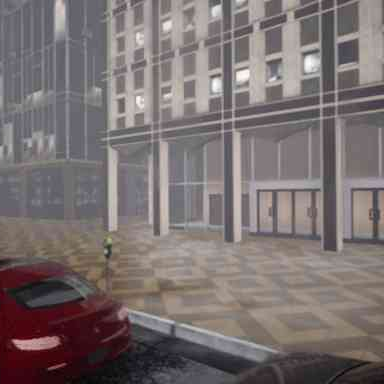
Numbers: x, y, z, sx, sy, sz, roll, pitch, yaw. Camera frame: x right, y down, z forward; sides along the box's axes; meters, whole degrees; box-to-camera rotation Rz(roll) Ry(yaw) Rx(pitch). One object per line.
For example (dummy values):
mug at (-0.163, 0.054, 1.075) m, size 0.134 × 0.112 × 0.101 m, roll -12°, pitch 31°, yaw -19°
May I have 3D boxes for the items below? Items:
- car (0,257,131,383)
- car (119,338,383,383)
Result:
car at (-2.694, 1.627, 4.796) m, size 4.206 × 1.307 × 1.802 m, roll -1°, pitch 0°, yaw 36°
car at (1.905, 1.559, 1.515) m, size 4.313 × 1.339 × 1.947 m, roll -1°, pitch 0°, yaw 36°
